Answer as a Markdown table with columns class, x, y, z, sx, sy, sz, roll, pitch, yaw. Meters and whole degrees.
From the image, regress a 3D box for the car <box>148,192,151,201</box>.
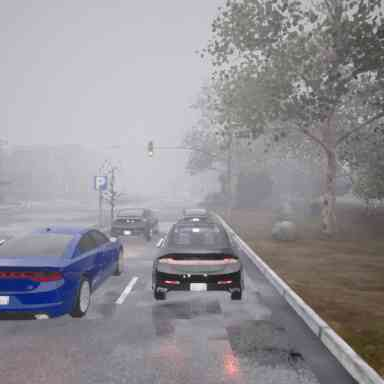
| class | x | y | z | sx | sy | sz | roll | pitch | yaw |
| --- | --- | --- | --- | --- | --- | --- | --- | --- | --- |
| car | -12.517 | 1.359 | 76.684 | 4.674 | 1.452 | 2.002 | -1 | 0 | -13 |

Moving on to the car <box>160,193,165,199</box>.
| class | x | y | z | sx | sy | sz | roll | pitch | yaw |
| --- | --- | --- | --- | --- | --- | --- | --- | --- | --- |
| car | -10.860 | 1.064 | 88.672 | 5.566 | 2.045 | 2.435 | -1 | 0 | -12 |

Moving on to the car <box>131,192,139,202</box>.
| class | x | y | z | sx | sy | sz | roll | pitch | yaw |
| --- | --- | --- | --- | --- | --- | --- | --- | --- | --- |
| car | -13.696 | 1.314 | 64.728 | 5.366 | 1.575 | 1.946 | -1 | 0 | -15 |

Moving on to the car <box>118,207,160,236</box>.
| class | x | y | z | sx | sy | sz | roll | pitch | yaw |
| --- | --- | --- | --- | --- | --- | --- | --- | --- | --- |
| car | -2.809 | 1.530 | 16.994 | 1.837 | 1.490 | 4.892 | 0 | 0 | 1 |

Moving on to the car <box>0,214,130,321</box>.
| class | x | y | z | sx | sy | sz | roll | pitch | yaw |
| --- | --- | --- | --- | --- | --- | --- | --- | --- | --- |
| car | -2.879 | 1.487 | 7.501 | 1.882 | 1.535 | 5.008 | 0 | 0 | 0 |

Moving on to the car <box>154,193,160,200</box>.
| class | x | y | z | sx | sy | sz | roll | pitch | yaw |
| --- | --- | --- | --- | --- | --- | --- | --- | --- | --- |
| car | -11.315 | 1.356 | 85.666 | 4.674 | 1.452 | 2.002 | -1 | 0 | -12 |

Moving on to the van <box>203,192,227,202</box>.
| class | x | y | z | sx | sy | sz | roll | pitch | yaw |
| --- | --- | --- | --- | --- | --- | --- | --- | --- | --- |
| van | 4.387 | 1.042 | 64.301 | 4.442 | 1.987 | 1.878 | 1 | 0 | -14 |

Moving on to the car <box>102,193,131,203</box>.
| class | x | y | z | sx | sy | sz | roll | pitch | yaw |
| --- | --- | --- | --- | --- | --- | --- | --- | --- | --- |
| car | -14.345 | 1.357 | 61.737 | 4.792 | 1.488 | 2.163 | -1 | 0 | -15 |

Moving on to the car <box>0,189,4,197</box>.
| class | x | y | z | sx | sy | sz | roll | pitch | yaw |
| --- | --- | --- | --- | --- | --- | --- | --- | --- | --- |
| car | -31.080 | 0.136 | 52.632 | 2.002 | 1.452 | 4.674 | 6 | -3 | -19 |

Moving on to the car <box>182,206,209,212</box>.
| class | x | y | z | sx | sy | sz | roll | pitch | yaw |
| --- | --- | --- | --- | --- | --- | --- | --- | --- | --- |
| car | 0.202 | 1.531 | 17.907 | 1.837 | 1.490 | 4.892 | 0 | 0 | 0 |

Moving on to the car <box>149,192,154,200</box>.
| class | x | y | z | sx | sy | sz | roll | pitch | yaw |
| --- | --- | --- | --- | --- | --- | --- | --- | --- | --- |
| car | -12.140 | 1.358 | 79.686 | 4.674 | 1.452 | 2.002 | -1 | 0 | -13 |

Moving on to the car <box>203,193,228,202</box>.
| class | x | y | z | sx | sy | sz | roll | pitch | yaw |
| --- | --- | --- | --- | --- | --- | --- | --- | --- | --- |
| car | 4.775 | 1.141 | 67.270 | 4.553 | 1.767 | 2.185 | 1 | 0 | -14 |

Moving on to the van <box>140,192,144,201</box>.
| class | x | y | z | sx | sy | sz | roll | pitch | yaw |
| --- | --- | --- | --- | --- | --- | --- | --- | --- | --- |
| van | -13.127 | 1.092 | 70.719 | 4.442 | 1.987 | 1.878 | -1 | 0 | -14 |

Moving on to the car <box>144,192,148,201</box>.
| class | x | y | z | sx | sy | sz | roll | pitch | yaw |
| --- | --- | --- | --- | --- | --- | --- | --- | --- | --- |
| car | -12.894 | 1.321 | 73.690 | 4.892 | 1.521 | 2.231 | -1 | 0 | -13 |

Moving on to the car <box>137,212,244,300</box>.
| class | x | y | z | sx | sy | sz | roll | pitch | yaw |
| --- | --- | --- | --- | --- | --- | --- | --- | --- | --- |
| car | 0.125 | 1.503 | 8.431 | 2.128 | 1.511 | 4.902 | 0 | 0 | 0 |
